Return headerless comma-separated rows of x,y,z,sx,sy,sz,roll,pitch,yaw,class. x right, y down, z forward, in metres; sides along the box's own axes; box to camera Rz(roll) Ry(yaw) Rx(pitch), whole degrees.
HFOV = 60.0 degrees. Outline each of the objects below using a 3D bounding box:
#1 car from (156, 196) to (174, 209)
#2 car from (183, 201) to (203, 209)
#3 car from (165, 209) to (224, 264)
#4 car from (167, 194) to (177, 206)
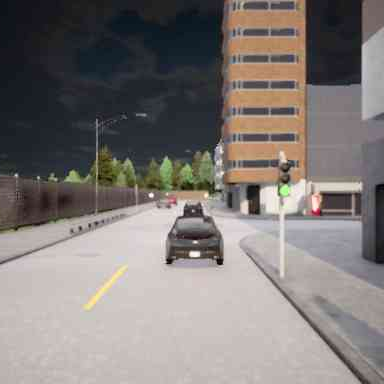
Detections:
-4.041,1.756,48.669,1.812,1.442,4.674,0,0,0,car
0.121,1.636,33.647,1.882,1.535,5.008,0,0,0,car
0.091,1.562,12.014,1.837,1.490,4.892,0,0,0,car
-3.972,1.511,63.549,2.150,2.045,5.566,0,1,1,car
